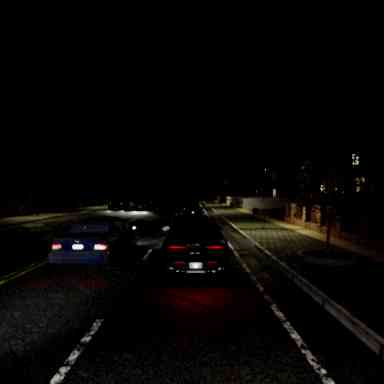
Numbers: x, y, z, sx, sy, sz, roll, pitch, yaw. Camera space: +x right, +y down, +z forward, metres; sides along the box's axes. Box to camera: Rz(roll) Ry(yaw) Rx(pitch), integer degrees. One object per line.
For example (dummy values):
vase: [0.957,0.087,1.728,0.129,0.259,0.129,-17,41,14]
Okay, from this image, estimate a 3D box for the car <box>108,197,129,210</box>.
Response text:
car: [-9.766,1.535,44.579,2.097,1.767,4.553,0,0,0]

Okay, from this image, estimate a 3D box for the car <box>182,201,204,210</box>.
car: [0.088,1.634,33.347,1.837,1.490,4.892,0,0,0]

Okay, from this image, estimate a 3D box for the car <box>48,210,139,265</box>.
car: [-3.182,1.591,11.797,2.033,1.411,5.357,0,0,0]

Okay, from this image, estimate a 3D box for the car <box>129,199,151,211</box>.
car: [-6.522,1.667,44.024,2.128,1.511,4.902,0,0,0]

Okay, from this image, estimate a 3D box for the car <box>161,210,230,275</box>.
car: [0.095,1.545,10.601,1.837,1.490,4.892,0,0,0]
